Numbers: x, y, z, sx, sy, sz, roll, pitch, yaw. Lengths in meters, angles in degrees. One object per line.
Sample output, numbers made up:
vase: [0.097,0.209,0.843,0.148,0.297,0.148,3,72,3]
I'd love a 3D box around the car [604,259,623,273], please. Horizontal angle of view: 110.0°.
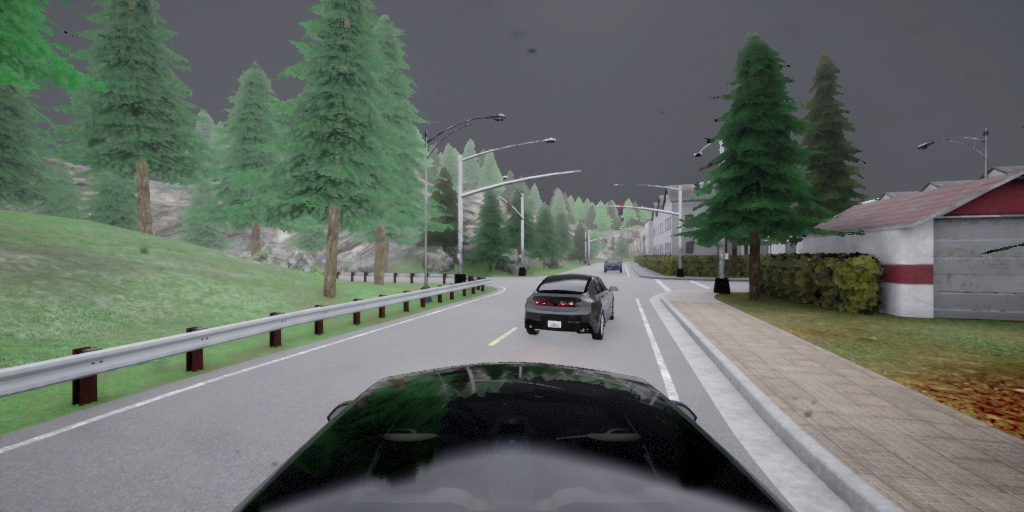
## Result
car: [12.453,1.102,44.051,2.097,1.767,4.553,0,0,17]

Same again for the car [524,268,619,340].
car: [1.800,1.255,10.152,1.837,1.490,4.892,0,0,21]
